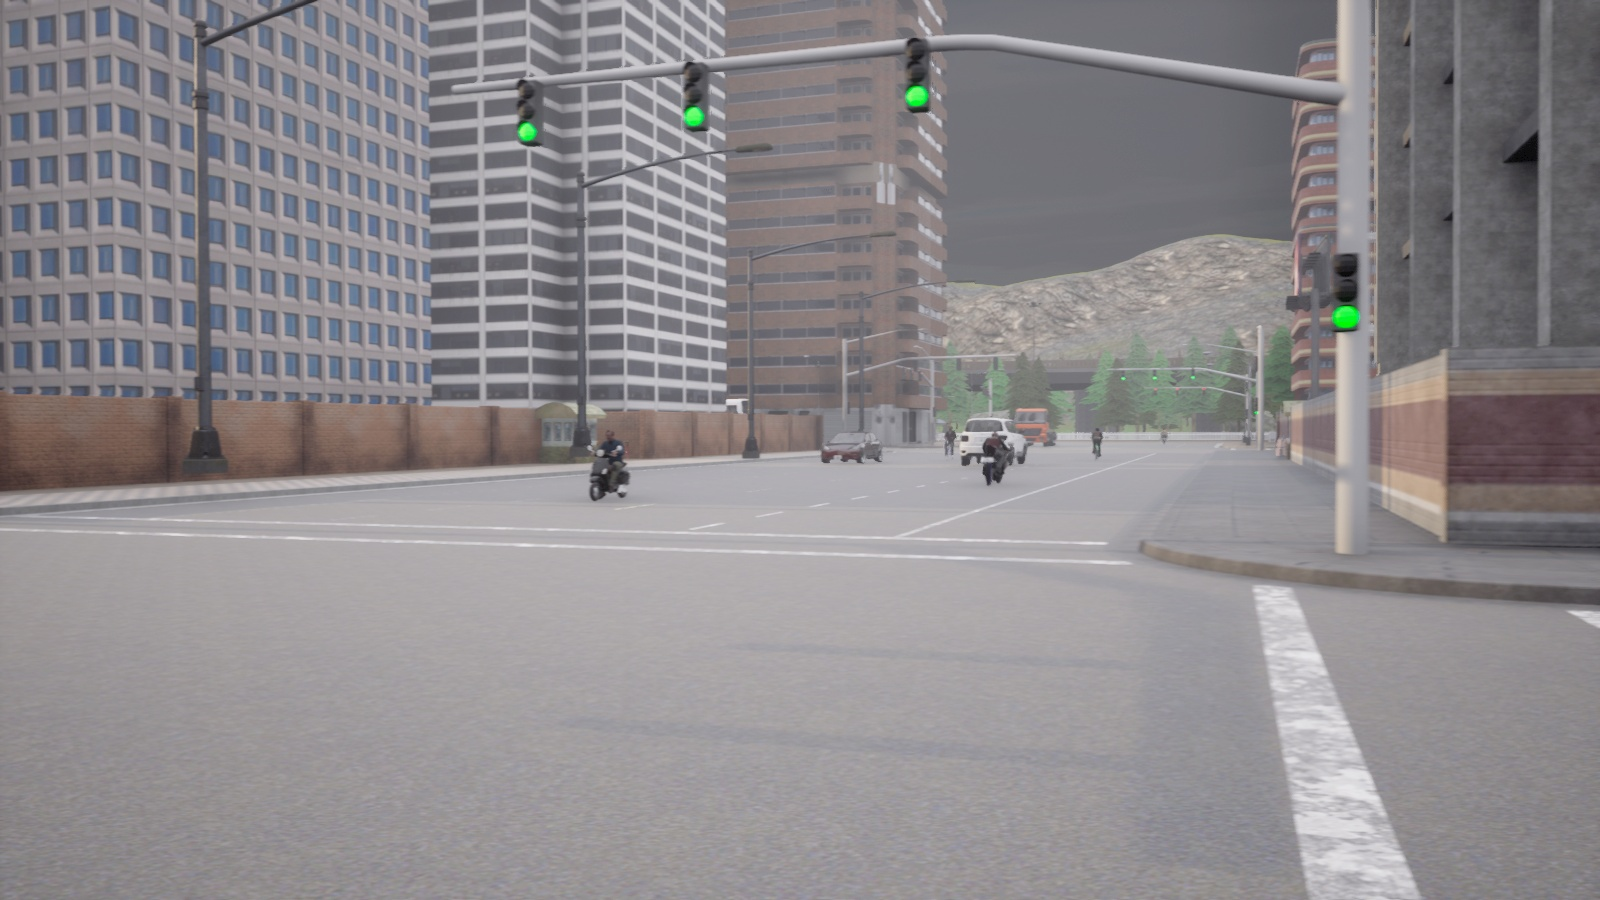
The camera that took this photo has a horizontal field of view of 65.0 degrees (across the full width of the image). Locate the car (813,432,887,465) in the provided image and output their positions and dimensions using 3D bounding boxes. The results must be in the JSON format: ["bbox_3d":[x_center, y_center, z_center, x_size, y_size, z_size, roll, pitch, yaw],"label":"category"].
[{"bbox_3d":[2.395,-0.108,58.917,2.163,1.488,4.792,1,1,19],"label":"car"}]

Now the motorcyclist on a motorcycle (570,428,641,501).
[{"bbox_3d":[-4.410,0.305,28.615,0.866,1.590,1.817,1,1,19],"label":"motorcyclist on a motorcycle"}]

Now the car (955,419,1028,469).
[{"bbox_3d":[8.445,-0.304,55.012,2.150,2.045,5.566,1,1,19],"label":"car"}]

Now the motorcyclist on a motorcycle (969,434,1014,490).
[{"bbox_3d":[5.464,0.310,35.731,0.866,1.530,2.191,1,1,19],"label":"motorcyclist on a motorcycle"}]
